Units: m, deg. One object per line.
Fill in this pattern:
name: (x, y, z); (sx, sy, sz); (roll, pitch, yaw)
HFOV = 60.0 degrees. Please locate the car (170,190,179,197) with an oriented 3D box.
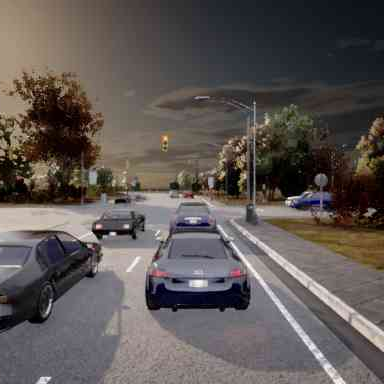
car: (-4.320, 0.886, 84.154); (1.994, 1.385, 4.181); (0, 1, -4)

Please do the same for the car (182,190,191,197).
car: (-1.589, 0.393, 94.123); (2.097, 1.767, 4.553); (0, 1, -7)

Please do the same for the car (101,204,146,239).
car: (-3.477, 1.518, 16.711); (1.895, 1.301, 4.718); (0, 0, -1)

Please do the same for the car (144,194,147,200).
car: (-10.849, 1.091, 71.639); (1.895, 1.301, 4.718); (0, 1, -1)

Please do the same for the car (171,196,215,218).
car: (0.044, 1.271, 16.389); (2.097, 1.767, 4.553); (0, 0, 0)

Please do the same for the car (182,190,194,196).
car: (-0.772, 0.566, 83.475); (2.150, 2.045, 5.566); (0, 1, -4)

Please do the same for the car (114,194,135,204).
car: (-10.789, 1.269, 52.201); (1.895, 1.301, 4.718); (0, 0, 0)

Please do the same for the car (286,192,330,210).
car: (14.021, 0.993, 37.455); (5.566, 2.045, 2.150); (0, 0, -3)

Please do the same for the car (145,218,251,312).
car: (0.081, 1.541, 7.755); (1.994, 1.385, 4.181); (0, 0, -1)

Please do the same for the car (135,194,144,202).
car: (-10.800, 1.087, 61.301); (2.128, 1.511, 4.902); (0, 1, 0)

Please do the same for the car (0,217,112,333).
car: (-3.417, 1.528, 7.067); (2.033, 1.411, 5.357); (0, 0, -1)
